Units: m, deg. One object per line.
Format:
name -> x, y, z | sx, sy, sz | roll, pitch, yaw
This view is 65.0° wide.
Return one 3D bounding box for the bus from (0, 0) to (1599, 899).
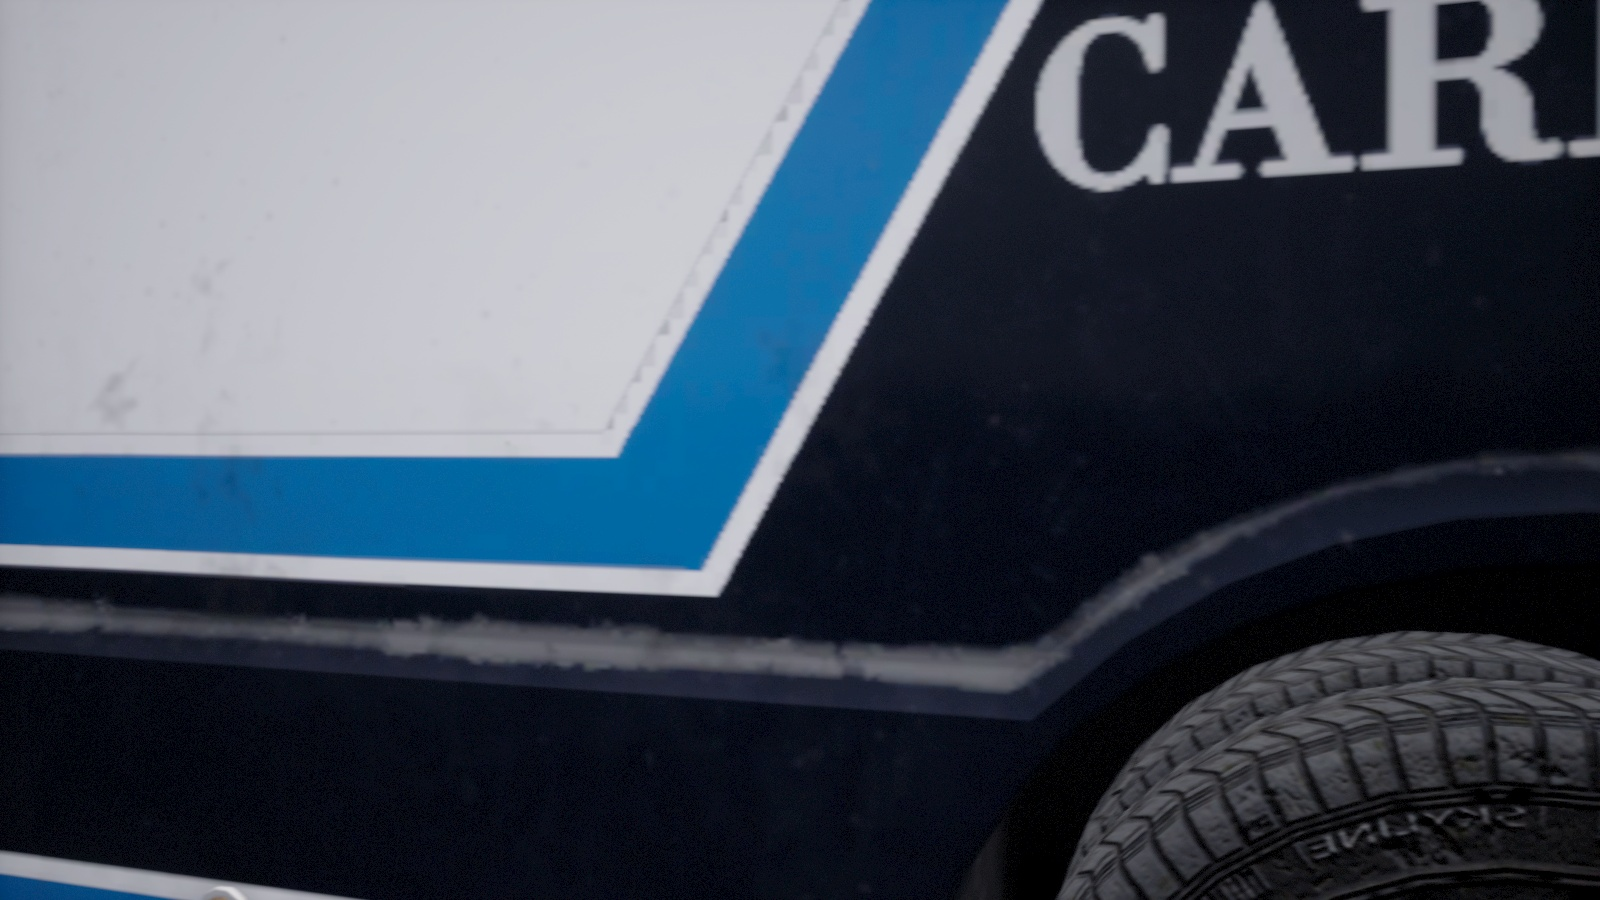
bus -> 3.841, -0.566, 1.889 | 10.273, 4.253, 3.944 | 1, 1, 18
